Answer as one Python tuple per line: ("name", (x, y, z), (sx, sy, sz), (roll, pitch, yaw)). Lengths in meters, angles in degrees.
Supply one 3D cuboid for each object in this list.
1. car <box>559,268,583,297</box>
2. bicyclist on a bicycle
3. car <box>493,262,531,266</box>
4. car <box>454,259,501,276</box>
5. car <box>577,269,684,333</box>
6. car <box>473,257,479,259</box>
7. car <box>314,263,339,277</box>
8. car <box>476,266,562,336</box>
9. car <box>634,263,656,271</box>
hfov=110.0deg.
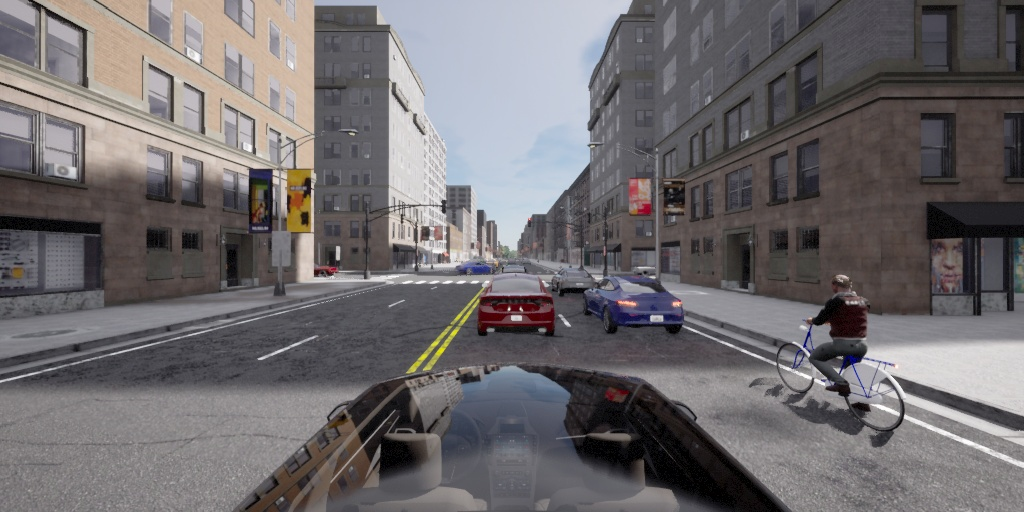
("car", (3.249, 1.317, 19.173), (1.994, 1.385, 4.181), (0, 0, 0))
("bicyclist on a bicycle", (4.146, 1.121, 4.714), (0.659, 1.776, 1.843), (0, 0, 0))
("car", (0.100, 1.259, 19.920), (1.837, 1.490, 4.892), (0, 0, 0))
("car", (-3.882, 1.292, 38.007), (4.674, 1.442, 1.812), (0, 0, -37))
("car", (3.346, 1.277, 10.574), (1.812, 1.442, 4.674), (0, 0, 0))
("car", (-6.592, 1.275, 59.458), (1.837, 1.490, 4.892), (0, 0, 0))
("car", (-19.274, 1.336, 34.323), (4.718, 1.301, 1.895), (0, 0, -2))
("car", (0.101, 1.229, 10.437), (1.882, 1.535, 5.008), (0, 0, 0))
("car", (15.048, 1.410, 37.146), (4.718, 1.301, 1.895), (0, 0, 1))
